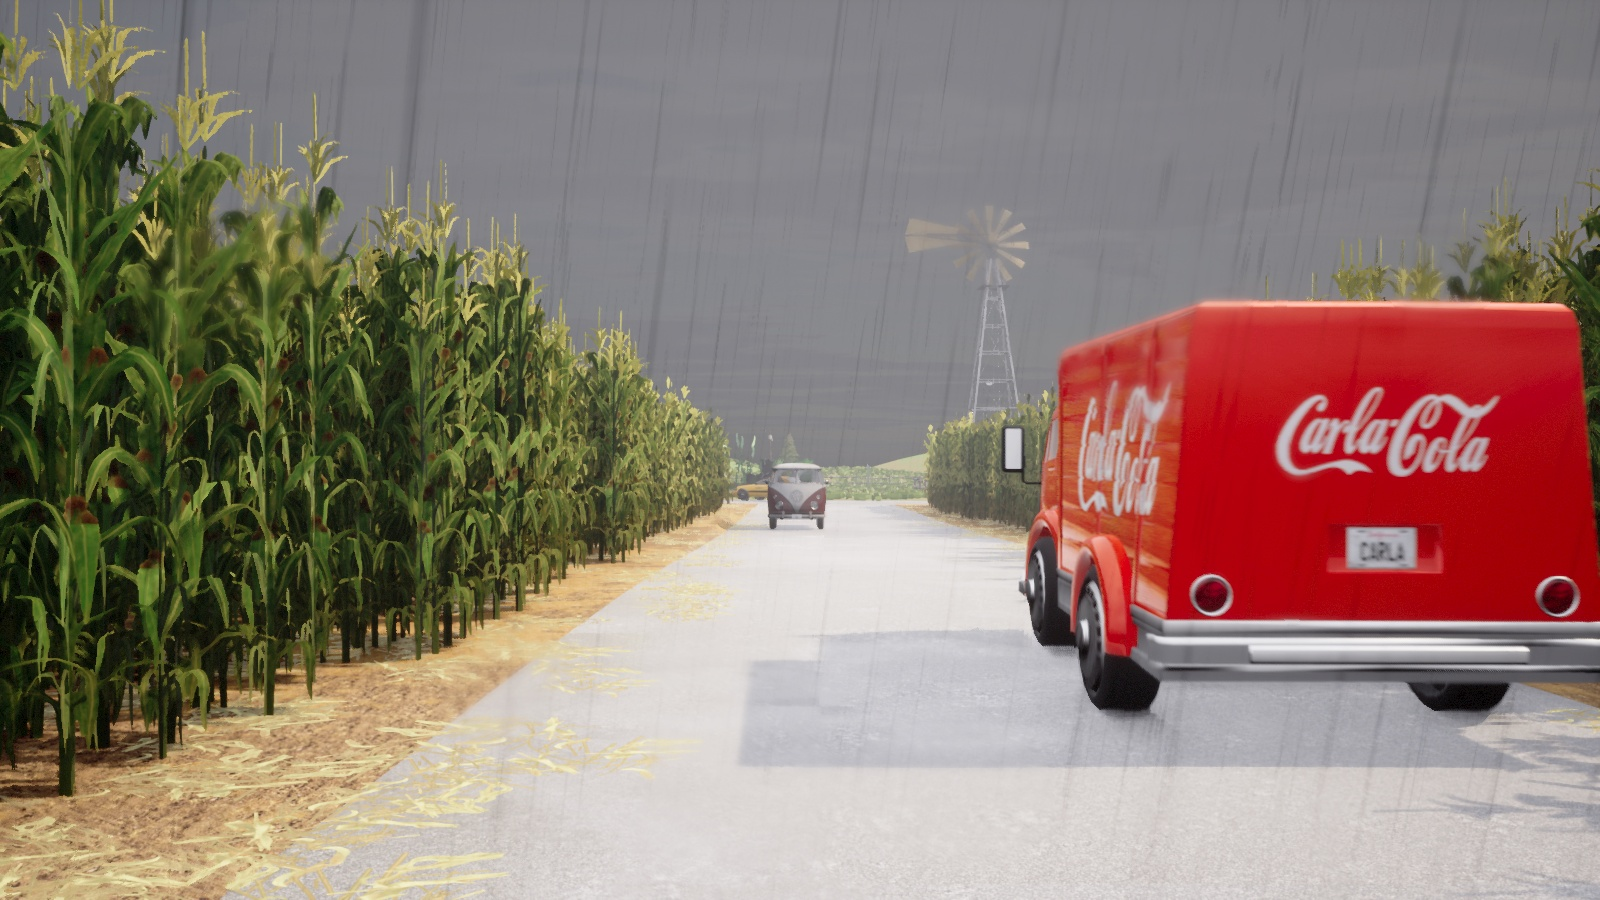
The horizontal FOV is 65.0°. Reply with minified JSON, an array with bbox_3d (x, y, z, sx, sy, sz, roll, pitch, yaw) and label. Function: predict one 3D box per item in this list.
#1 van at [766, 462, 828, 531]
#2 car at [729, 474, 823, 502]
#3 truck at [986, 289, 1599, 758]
[{"bbox_3d":[-0.086,1.412,38.605,1.775,1.987,4.442,0,-1,0],"label":"van"},{"bbox_3d":[-1.417,2.175,72.508,5.366,1.575,1.801,-1,-1,33],"label":"car"},{"bbox_3d":[3.077,0.400,9.244,2.627,2.467,5.204,0,0,0],"label":"truck"}]
